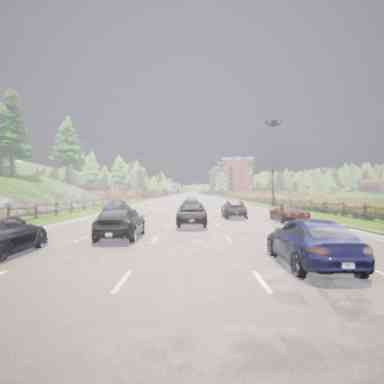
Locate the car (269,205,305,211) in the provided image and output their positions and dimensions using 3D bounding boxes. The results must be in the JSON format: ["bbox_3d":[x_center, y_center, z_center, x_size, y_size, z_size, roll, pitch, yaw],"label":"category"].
[{"bbox_3d":[7.088,1.582,24.686,1.895,1.301,4.718,0,0,0],"label":"car"}]

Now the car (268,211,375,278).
[{"bbox_3d":[3.595,1.518,9.949,1.812,1.442,4.674,0,0,0],"label":"car"}]

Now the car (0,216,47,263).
[{"bbox_3d":[-6.908,1.559,11.937,1.994,1.385,4.181,0,0,0],"label":"car"}]

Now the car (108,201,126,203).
[{"bbox_3d":[-6.915,1.530,30.795,2.033,1.411,5.357,0,0,0],"label":"car"}]

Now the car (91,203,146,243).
[{"bbox_3d":[-3.408,1.496,16.023,1.837,1.490,4.892,0,0,0],"label":"car"}]

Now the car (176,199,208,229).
[{"bbox_3d":[-0.009,1.426,21.530,2.128,1.511,4.902,0,0,0],"label":"car"}]

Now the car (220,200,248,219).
[{"bbox_3d":[3.586,1.472,28.720,2.128,1.511,4.902,0,0,0],"label":"car"}]
